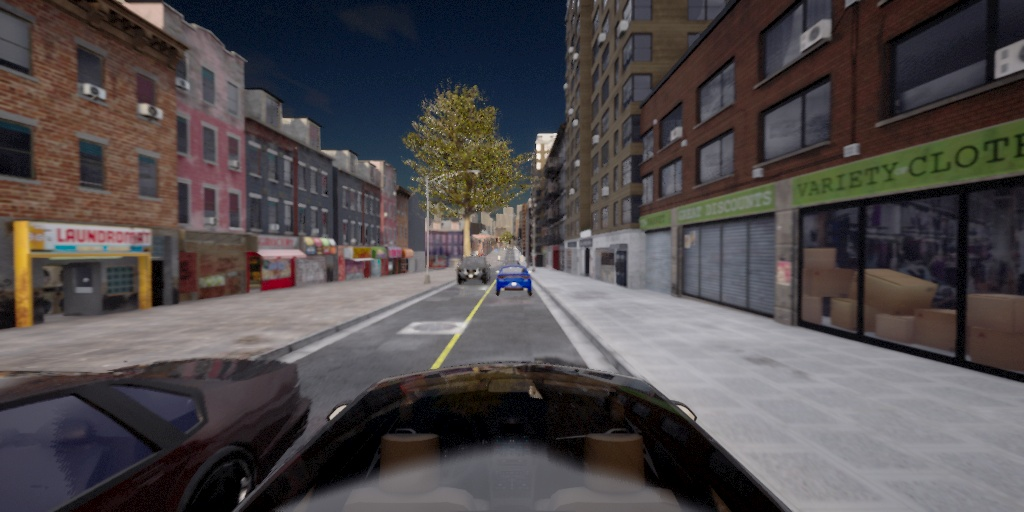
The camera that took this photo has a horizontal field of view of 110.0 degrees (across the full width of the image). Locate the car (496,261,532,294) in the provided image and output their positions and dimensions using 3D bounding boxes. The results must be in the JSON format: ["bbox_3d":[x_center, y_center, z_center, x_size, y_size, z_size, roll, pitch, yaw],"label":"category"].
[{"bbox_3d":[0.103,1.256,20.323,1.882,1.535,5.008,0,0,0],"label":"car"}]

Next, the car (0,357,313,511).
[{"bbox_3d":[-2.834,1.298,1.069,2.033,1.411,5.357,0,0,0],"label":"car"}]

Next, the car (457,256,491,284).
[{"bbox_3d":[-2.842,1.039,27.623,2.150,2.045,5.566,0,0,0],"label":"car"}]
